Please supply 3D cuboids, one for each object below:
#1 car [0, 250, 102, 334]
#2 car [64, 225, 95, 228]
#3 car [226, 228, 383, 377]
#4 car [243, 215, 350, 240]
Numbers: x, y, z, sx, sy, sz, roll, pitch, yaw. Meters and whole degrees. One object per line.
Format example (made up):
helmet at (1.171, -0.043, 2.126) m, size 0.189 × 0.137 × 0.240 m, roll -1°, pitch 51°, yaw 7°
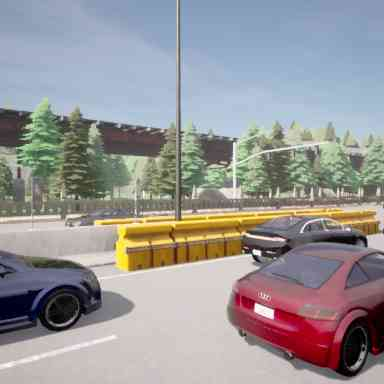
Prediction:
car at (-3.664, 1.564, 5.429) m, size 4.181 × 1.385 × 1.994 m, roll 0°, pitch 0°, yaw -36°
car at (-4.631, 1.564, 17.891) m, size 4.181 × 1.385 × 1.994 m, roll 0°, pitch 0°, yaw -36°
car at (2.603, 1.564, 5.616) m, size 4.181 × 1.385 × 1.994 m, roll 0°, pitch 0°, yaw -35°
car at (3.796, 1.491, 10.762) m, size 4.902 × 1.511 × 2.128 m, roll 0°, pitch 0°, yaw -36°
